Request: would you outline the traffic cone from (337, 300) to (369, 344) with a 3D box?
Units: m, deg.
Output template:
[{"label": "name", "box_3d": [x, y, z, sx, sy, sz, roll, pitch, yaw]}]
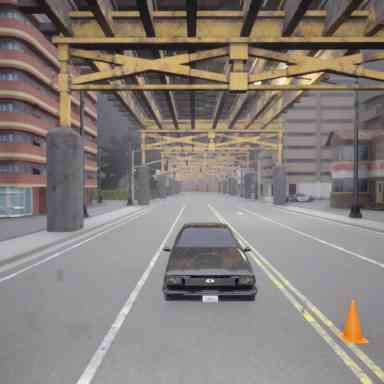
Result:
[{"label": "traffic cone", "box_3d": [2.455, 1.949, 5.076, 0.340, 0.580, 0.340, 0, 0, 0]}]

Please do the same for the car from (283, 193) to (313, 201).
[{"label": "car", "box_3d": [17.529, 0.849, 54.808, 4.536, 1.218, 1.853, 0, 1, -20]}]

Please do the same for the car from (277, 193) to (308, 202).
[{"label": "car", "box_3d": [17.829, 0.960, 58.949, 4.974, 1.542, 2.038, 0, 1, 25]}]

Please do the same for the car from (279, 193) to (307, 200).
[{"label": "car", "box_3d": [17.876, 0.802, 58.925, 4.536, 1.218, 1.853, 0, 1, 25]}]

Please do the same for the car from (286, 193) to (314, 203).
[{"label": "car", "box_3d": [17.480, 1.007, 54.792, 4.974, 1.542, 2.038, 0, 1, -20]}]

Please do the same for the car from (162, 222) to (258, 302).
[{"label": "car", "box_3d": [0.364, 1.534, 8.684, 2.033, 1.411, 5.357, 0, 0, 1]}]
